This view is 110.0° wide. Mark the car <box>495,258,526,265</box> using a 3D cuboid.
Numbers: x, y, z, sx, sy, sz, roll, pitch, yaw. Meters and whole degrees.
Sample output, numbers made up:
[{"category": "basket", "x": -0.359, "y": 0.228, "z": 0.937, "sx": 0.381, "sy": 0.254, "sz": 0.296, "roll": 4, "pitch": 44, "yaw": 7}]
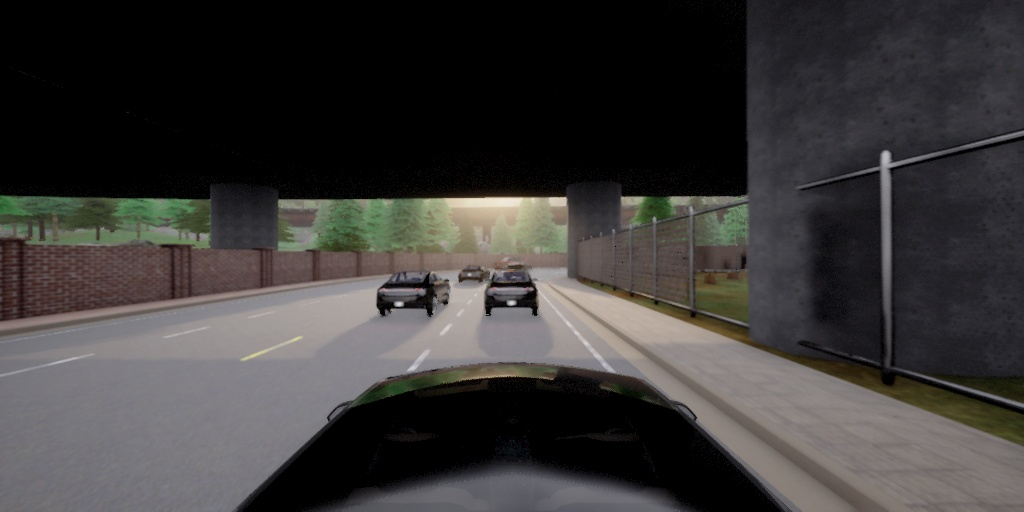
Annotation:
[{"category": "car", "x": 0.534, "y": 1.354, "z": 48.261, "sx": 2.128, "sy": 1.511, "sz": 4.902, "roll": -1, "pitch": 0, "yaw": 44}]

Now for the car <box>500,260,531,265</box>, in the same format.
[{"category": "car", "x": 0.517, "y": 1.320, "z": 29.114, "sx": 1.837, "sy": 1.490, "sz": 4.892, "roll": -1, "pitch": 0, "yaw": 8}]

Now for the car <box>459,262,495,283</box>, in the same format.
[{"category": "car", "x": -2.959, "y": 1.399, "z": 29.243, "sx": 1.994, "sy": 1.385, "sz": 4.181, "roll": 0, "pitch": 0, "yaw": 7}]

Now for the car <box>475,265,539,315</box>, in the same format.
[{"category": "car", "x": -0.030, "y": 1.271, "z": 13.690, "sx": 2.128, "sy": 1.511, "sz": 4.902, "roll": 0, "pitch": 0, "yaw": 0}]

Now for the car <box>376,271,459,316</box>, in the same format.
[{"category": "car", "x": -3.529, "y": 1.291, "z": 13.564, "sx": 2.128, "sy": 1.511, "sz": 4.902, "roll": 0, "pitch": 0, "yaw": 0}]
